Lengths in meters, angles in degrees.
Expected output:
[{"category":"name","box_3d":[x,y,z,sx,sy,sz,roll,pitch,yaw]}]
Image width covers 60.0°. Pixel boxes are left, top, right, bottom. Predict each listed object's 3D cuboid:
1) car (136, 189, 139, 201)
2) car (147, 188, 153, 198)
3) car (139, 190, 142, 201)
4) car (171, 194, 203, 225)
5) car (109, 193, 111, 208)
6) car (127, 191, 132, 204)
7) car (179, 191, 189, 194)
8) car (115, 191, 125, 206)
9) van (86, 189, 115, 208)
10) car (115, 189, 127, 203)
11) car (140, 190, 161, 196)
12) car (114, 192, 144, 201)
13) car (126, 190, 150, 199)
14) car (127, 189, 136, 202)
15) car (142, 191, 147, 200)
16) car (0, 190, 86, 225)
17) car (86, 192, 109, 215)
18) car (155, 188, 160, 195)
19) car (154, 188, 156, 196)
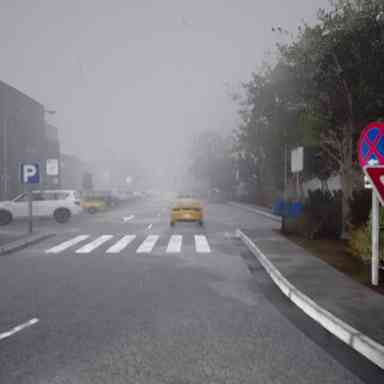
[{"category":"car","box_3d":[-10.572,0.678,48.090,4.553,1.767,2.185,-1,1,-21]},{"category":"car","box_3d":[-10.984,0.371,63.112,5.566,2.045,2.435,-1,0,-22]},{"category":"car","box_3d":[-10.657,0.795,51.104,4.792,1.488,2.163,-1,1,-22]},{"category":"car","box_3d":[-0.354,1.158,21.283,1.882,1.535,5.008,0,1,-1]},{"category":"car","box_3d":[-10.114,1.084,30.075,4.674,1.452,2.002,-1,1,-22]},{"category":"car","box_3d":[-10.445,0.922,42.084,4.674,1.452,2.002,-1,1,-22]},{"category":"car","box_3d":[-1.213,0.645,50.325,2.097,1.767,4.553,0,1,-2]},{"category":"car","box_3d":[-10.272,0.962,36.075,5.008,1.535,2.097,-1,1,-22]},{"category":"van","box_3d":[-10.305,0.780,33.024,4.442,1.987,1.878,-1,1,-22]},{"category":"car","box_3d":[-10.397,0.797,39.073,4.553,1.767,2.185,-1,1,-22]},{"category":"car","box_3d":[-11.672,0.311,93.161,5.366,1.575,1.946,-1,0,-22]},{"category":"car","box_3d":[-10.810,0.722,57.103,4.792,1.488,2.163,-1,0,-21]},{"category":"car","box_3d":[-11.184,0.432,69.085,4.553,1.767,2.185,-1,0,-22]},{"category":"car","box_3d":[-10.493,0.717,45.090,4.553,1.767,2.185,-1,1,-22]},{"category":"car","box_3d":[-10.738,0.477,54.099,5.566,2.045,2.435,-1,1,-21]},{"category":"car","box_3d":[-9.860,0.915,21.041,5.566,2.045,2.435,-1,1,-22]},{"category":"car","box_3d":[-9.847,1.078,27.140,5.366,1.575,1.946,-1,1,-22]},{"category":"car","box_3d":[-11.667,0.377,87.092,4.892,1.521,2.231,-1,0,-22]},{"category":"car","box_3d":[-11.286,0.522,75.107,4.792,1.488,2.163,-1,0,-22]}]
